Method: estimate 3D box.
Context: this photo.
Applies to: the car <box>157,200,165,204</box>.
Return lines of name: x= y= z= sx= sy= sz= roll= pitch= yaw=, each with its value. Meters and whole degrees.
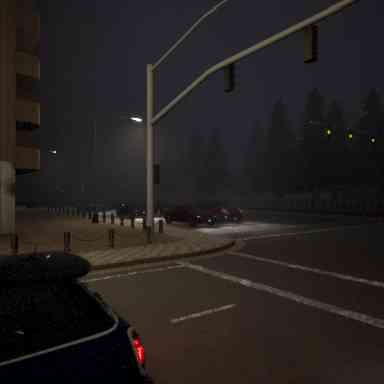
car: x=-3.316 y=1.547 z=33.749 sx=2.128 sy=1.511 sz=4.902 roll=0 pitch=0 yaw=-36

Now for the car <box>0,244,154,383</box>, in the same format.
car: x=-2.564 y=1.352 z=2.161 sx=4.553 sy=1.767 sz=2.097 roll=0 pitch=0 yaw=-35

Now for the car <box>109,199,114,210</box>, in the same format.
car: x=-10.684 y=1.603 z=43.996 sx=2.033 sy=1.411 sz=5.357 roll=0 pitch=0 yaw=-36

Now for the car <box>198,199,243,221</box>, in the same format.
car: x=1.919 y=1.407 z=26.478 sx=2.097 sy=1.767 sz=4.553 roll=0 pitch=0 yaw=-36

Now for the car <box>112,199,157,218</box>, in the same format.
car: x=-5.378 y=1.619 z=30.617 sx=1.994 sy=1.385 sz=4.181 roll=0 pitch=0 yaw=-36

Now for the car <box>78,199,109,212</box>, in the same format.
car: x=-12.113 y=1.656 z=39.986 sx=1.895 sy=1.301 sz=4.718 roll=0 pitch=0 yaw=-36

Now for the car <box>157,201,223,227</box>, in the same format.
car: x=-0.262 y=1.581 z=23.547 sx=1.812 sy=1.442 sz=4.674 roll=0 pitch=0 yaw=-37
